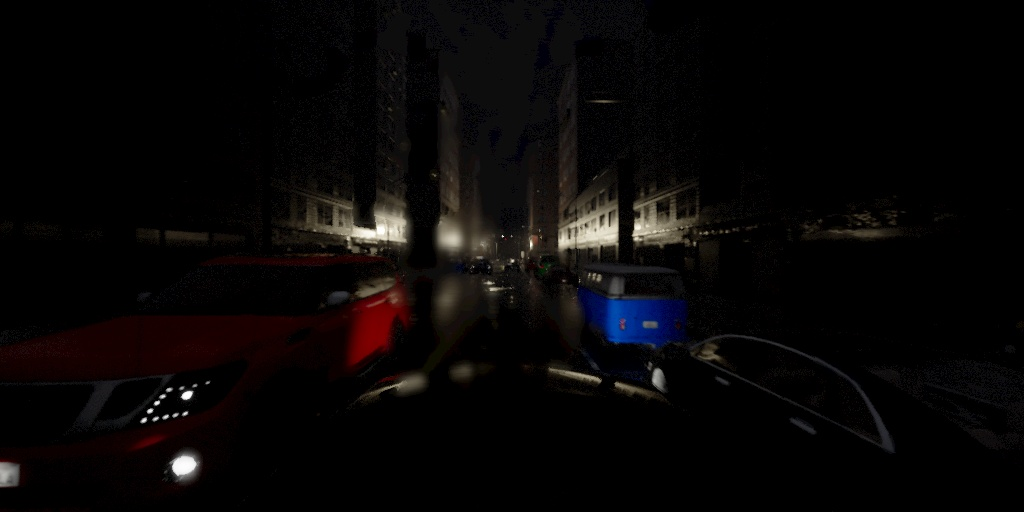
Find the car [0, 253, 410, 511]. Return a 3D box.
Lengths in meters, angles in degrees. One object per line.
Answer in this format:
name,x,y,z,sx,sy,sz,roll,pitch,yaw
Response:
car,-3.084,0.973,4.913,2.150,2.045,5.566,0,0,0

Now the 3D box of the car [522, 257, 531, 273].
car,2.653,1.034,42.283,2.192,1.841,5.009,0,0,0

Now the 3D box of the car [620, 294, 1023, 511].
car,2.668,1.300,3.187,2.007,1.370,4.403,0,0,0

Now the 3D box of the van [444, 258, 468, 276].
van,-5.871,1.066,36.688,1.690,1.789,3.998,0,0,0

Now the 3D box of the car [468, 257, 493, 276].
car,-3.103,1.077,37.179,2.097,1.767,4.553,0,0,0

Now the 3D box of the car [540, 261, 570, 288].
car,3.140,1.263,23.670,1.812,1.442,4.674,0,0,0

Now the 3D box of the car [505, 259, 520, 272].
car,0.030,1.207,45.819,2.128,1.511,4.902,0,0,1

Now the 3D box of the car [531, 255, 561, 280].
car,3.096,0.952,30.700,2.150,2.045,5.566,0,0,0

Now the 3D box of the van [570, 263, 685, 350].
van,2.666,1.089,8.773,1.690,1.789,3.998,0,0,0
